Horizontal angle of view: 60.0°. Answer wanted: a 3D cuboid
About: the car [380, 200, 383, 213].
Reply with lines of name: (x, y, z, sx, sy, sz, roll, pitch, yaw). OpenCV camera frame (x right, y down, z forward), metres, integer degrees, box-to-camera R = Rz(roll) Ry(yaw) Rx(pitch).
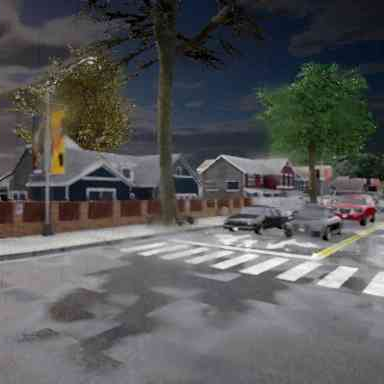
car: (20.139, 1.609, 35.298, 1.812, 1.442, 4.674, 1, 0, 37)

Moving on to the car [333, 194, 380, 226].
car: (11.810, 1.237, 24.266, 2.150, 2.045, 5.566, 1, 0, 38)

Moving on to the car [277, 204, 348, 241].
car: (6.183, 1.547, 16.788, 1.994, 1.385, 4.181, 1, 0, 36)

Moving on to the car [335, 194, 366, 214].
car: (18.352, 1.278, 38.319, 2.150, 2.045, 5.566, 1, 1, 37)

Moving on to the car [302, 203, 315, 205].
car: (9.560, 1.593, 26.681, 1.895, 1.301, 4.718, 1, 0, 37)

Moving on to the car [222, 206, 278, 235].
car: (3.814, 1.505, 19.052, 2.033, 1.411, 5.357, 1, 0, 37)
